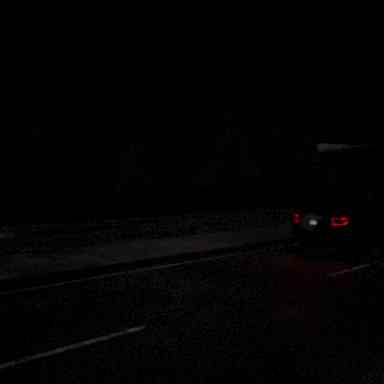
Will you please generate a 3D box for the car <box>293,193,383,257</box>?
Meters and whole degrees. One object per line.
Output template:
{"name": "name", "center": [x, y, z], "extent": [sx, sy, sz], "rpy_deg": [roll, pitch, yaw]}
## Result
{"name": "car", "center": [6.127, 1.043, 12.357], "extent": [5.566, 2.045, 2.150], "rpy_deg": [-1, 1, -35]}
